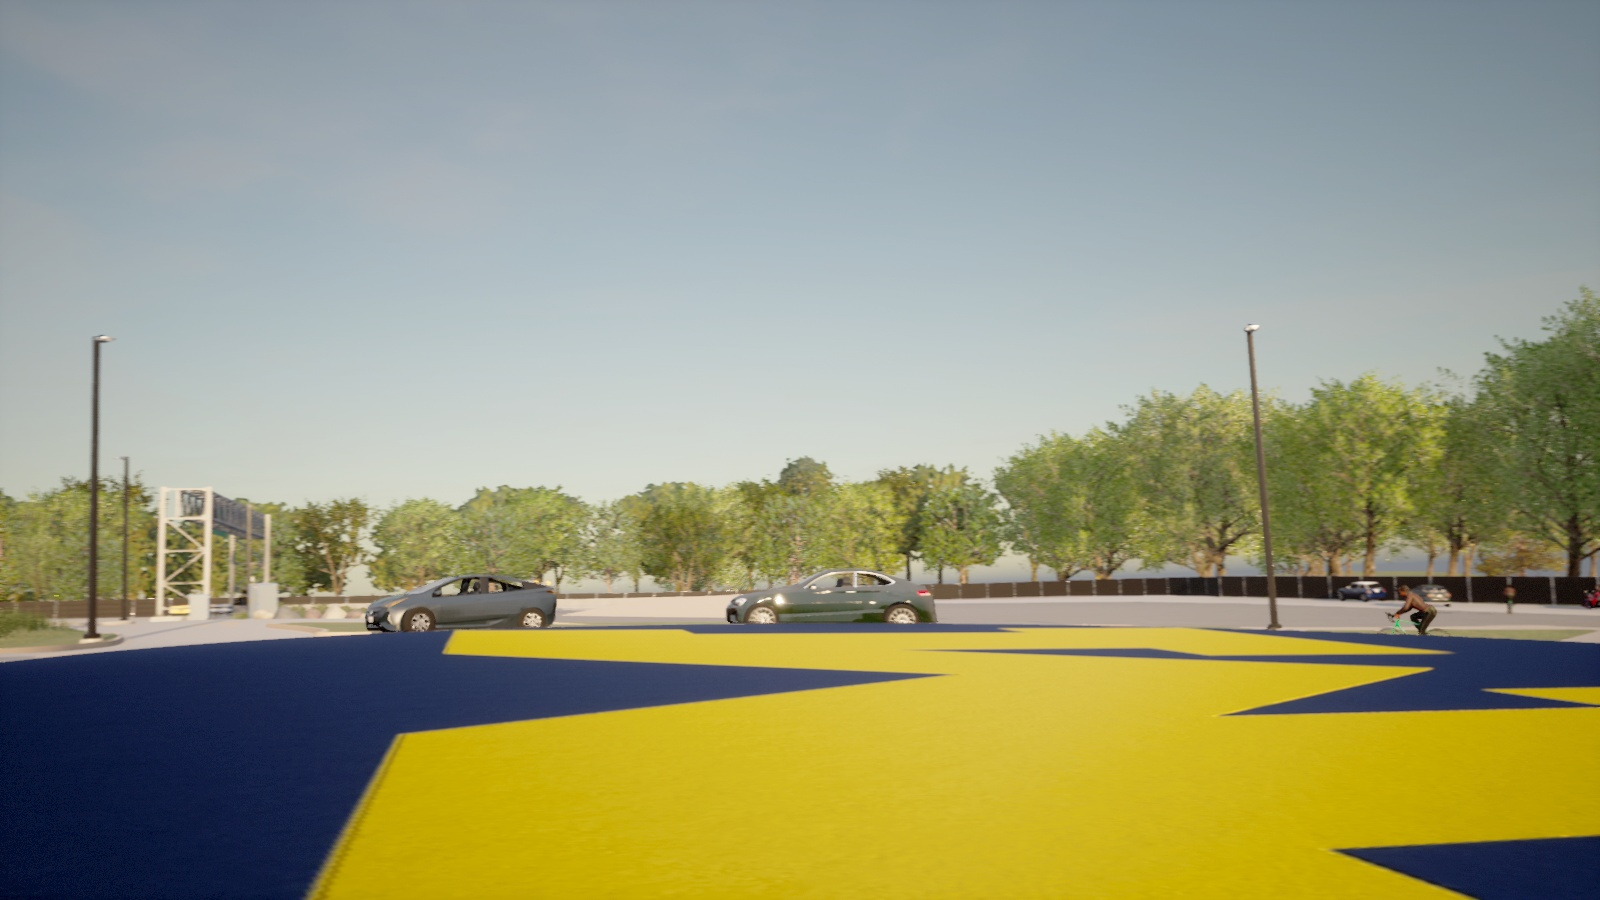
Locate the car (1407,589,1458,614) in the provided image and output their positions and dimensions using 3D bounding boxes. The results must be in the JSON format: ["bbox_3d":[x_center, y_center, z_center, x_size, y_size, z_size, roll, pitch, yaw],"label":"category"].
[{"bbox_3d":[43.869,10.524,87.196,1.789,1.549,3.705,-2,-5,4],"label":"car"}]

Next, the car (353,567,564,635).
[{"bbox_3d":[-8.295,3.719,30.709,4.514,1.525,2.007,5,-10,-36],"label":"car"}]

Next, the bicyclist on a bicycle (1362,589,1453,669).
[{"bbox_3d":[13.199,3.883,27.320,1.656,1.620,0.582,-4,-12,39],"label":"bicyclist on a bicycle"}]

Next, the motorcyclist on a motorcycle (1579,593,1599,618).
[{"bbox_3d":[50.046,9.719,78.393,0.866,1.530,2.191,1,-5,-22],"label":"motorcyclist on a motorcycle"}]

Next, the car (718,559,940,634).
[{"bbox_3d":[0.632,3.536,30.051,5.027,1.651,2.152,2,-8,-7],"label":"car"}]
